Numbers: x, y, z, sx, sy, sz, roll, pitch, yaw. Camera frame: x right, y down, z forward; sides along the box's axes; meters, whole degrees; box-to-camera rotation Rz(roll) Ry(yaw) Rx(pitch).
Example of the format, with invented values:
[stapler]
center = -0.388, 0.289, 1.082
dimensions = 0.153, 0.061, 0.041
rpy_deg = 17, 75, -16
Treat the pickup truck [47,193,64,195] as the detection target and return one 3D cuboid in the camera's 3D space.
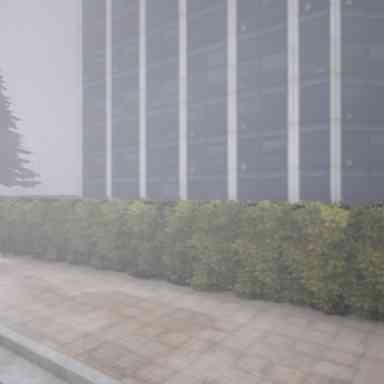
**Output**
[pickup truck]
center = -26.747, 1.272, 65.819
dimensions = 6.274, 2.098, 2.390
rpy_deg = 0, 0, -24
